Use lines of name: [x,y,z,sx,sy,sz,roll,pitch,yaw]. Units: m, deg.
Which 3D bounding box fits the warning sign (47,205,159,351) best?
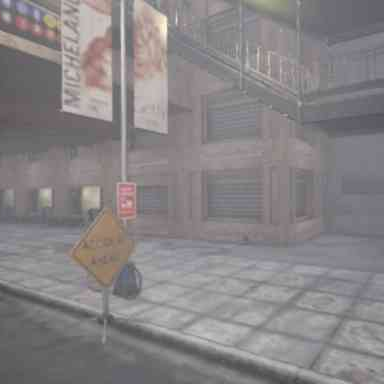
warning sign: [-1.361,1.159,5.209,1.060,1.860,1.300,-1,0,35]
